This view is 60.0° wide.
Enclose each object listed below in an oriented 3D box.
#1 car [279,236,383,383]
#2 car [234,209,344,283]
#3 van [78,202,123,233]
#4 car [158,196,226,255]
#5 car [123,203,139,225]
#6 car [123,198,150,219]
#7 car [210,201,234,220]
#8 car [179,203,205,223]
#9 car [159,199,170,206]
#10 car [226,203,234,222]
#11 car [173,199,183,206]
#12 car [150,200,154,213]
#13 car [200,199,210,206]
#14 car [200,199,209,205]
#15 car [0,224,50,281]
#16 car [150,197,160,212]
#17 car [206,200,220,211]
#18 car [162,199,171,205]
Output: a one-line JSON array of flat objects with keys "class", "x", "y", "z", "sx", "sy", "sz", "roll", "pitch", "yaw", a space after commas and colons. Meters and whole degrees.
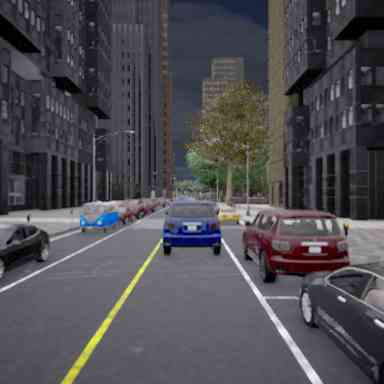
[{"class": "car", "x": 2.765, "y": 1.592, "z": 4.357, "sx": 2.008, "sy": 1.369, "sz": 4.403, "roll": 0, "pitch": -1, "yaw": 0}, {"class": "car", "x": 2.767, "y": 1.408, "z": 9.872, "sx": 2.192, "sy": 1.841, "sz": 5.009, "roll": 0, "pitch": -1, "yaw": 0}, {"class": "van", "x": -5.756, "y": 1.538, "z": 20.895, "sx": 1.690, "sy": 1.788, "sz": 3.998, "roll": 0, "pitch": -1, "yaw": 0}, {"class": "car", "x": 0.005, "y": 1.349, "z": 14.023, "sx": 2.150, "sy": 2.045, "sz": 5.566, "roll": 0, "pitch": 0, "yaw": 0}, {"class": "car", "x": -5.755, "y": 1.793, "z": 26.406, "sx": 1.887, "sy": 1.381, "sz": 4.507, "roll": 0, "pitch": -1, "yaw": 0}, {"class": "car", "x": -5.753, "y": 1.616, "z": 31.920, "sx": 2.192, "sy": 1.841, "sz": 5.009, "roll": 0, "pitch": -1, "yaw": 0}, {"class": "car", "x": 2.772, "y": 1.740, "z": 31.922, "sx": 1.967, "sy": 1.590, "sz": 4.097, "roll": 0, "pitch": -1, "yaw": 0}, {"class": "car", "x": 0.012, "y": 1.768, "z": 29.297, "sx": 2.128, "sy": 1.511, "sz": 4.902, "roll": 0, "pitch": 0, "yaw": 0}, {"class": "car", "x": -5.743, "y": 2.220, "z": 70.504, "sx": 2.008, "sy": 1.369, "sz": 4.403, "roll": 0, "pitch": -1, "yaw": 0}, {"class": "car", "x": 2.770, "y": 1.775, "z": 26.579, "sx": 1.752, "sy": 1.417, "sz": 4.829, "roll": 0, "pitch": -1, "yaw": 0}, {"class": "car", "x": -2.982, "y": 2.217, "z": 70.128, "sx": 1.994, "sy": 1.385, "sz": 4.181, "roll": 0, "pitch": -1, "yaw": 0}, {"class": "car", "x": -5.752, "y": 1.897, "z": 37.431, "sx": 1.887, "sy": 1.381, "sz": 4.507, "roll": 0, "pitch": -1, "yaw": 0}, {"class": "car", "x": 2.782, "y": 2.235, "z": 70.511, "sx": 1.947, "sy": 1.339, "sz": 4.313, "roll": 0, "pitch": -1, "yaw": 0}, {"class": "car", "x": 2.783, "y": 2.273, "z": 76.024, "sx": 2.008, "sy": 1.369, "sz": 4.403, "roll": 0, "pitch": -1, "yaw": 0}, {"class": "car", "x": -5.759, "y": 1.659, "z": 9.868, "sx": 1.947, "sy": 1.339, "sz": 4.313, "roll": 0, "pitch": -1, "yaw": 0}, {"class": "car", "x": -5.750, "y": 1.720, "z": 42.945, "sx": 2.192, "sy": 1.841, "sz": 5.009, "roll": 0, "pitch": -1, "yaw": 0}, {"class": "car", "x": 3.013, "y": 1.991, "z": 49.242, "sx": 1.812, "sy": 1.442, "sz": 4.674, "roll": 0, "pitch": -1, "yaw": 0}, {"class": "car", "x": -5.742, "y": 2.246, "z": 75.847, "sx": 1.752, "sy": 1.417, "sz": 4.829, "roll": 0, "pitch": -1, "yaw": 0}]
